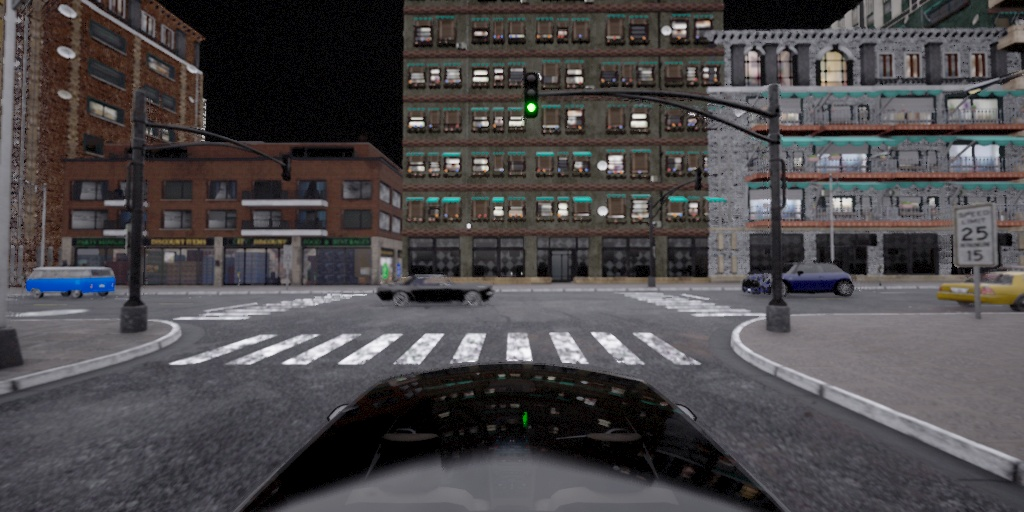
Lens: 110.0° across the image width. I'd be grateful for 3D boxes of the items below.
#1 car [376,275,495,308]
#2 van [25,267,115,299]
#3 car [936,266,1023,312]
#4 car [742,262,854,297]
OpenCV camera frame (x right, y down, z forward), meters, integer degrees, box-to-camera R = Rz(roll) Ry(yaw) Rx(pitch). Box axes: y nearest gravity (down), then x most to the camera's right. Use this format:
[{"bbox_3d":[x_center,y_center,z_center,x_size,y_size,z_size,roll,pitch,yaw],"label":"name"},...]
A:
[{"bbox_3d":[-3.098,1.447,15.228,4.718,1.301,1.895,-1,-1,1],"label":"car"},{"bbox_3d":[-26.080,1.552,21.212,3.998,1.789,1.690,0,0,1],"label":"van"},{"bbox_3d":[17.644,1.113,12.240,4.829,1.417,1.751,0,0,1],"label":"car"},{"bbox_3d":[14.227,1.119,18.099,4.553,1.767,2.097,0,-1,1],"label":"car"}]
